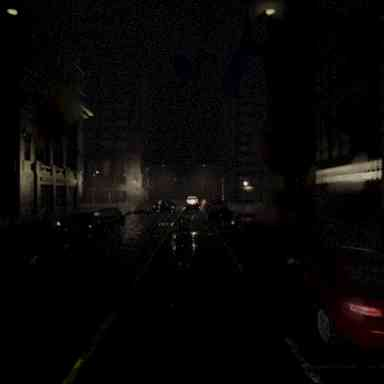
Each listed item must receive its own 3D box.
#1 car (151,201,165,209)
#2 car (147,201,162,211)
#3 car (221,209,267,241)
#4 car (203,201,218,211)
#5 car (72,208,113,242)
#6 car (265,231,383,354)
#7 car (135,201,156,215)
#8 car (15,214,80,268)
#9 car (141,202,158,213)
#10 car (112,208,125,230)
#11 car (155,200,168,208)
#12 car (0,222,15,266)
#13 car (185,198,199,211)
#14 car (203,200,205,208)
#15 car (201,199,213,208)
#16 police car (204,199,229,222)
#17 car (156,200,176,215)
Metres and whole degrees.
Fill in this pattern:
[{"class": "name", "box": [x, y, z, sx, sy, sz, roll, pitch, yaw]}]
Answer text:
[{"class": "car", "box": [-5.717, 2.196, 56.832, 1.947, 1.339, 4.313, 0, -1, 0]}, {"class": "car", "box": [-5.722, 2.130, 51.196, 1.947, 1.339, 4.313, 0, -1, 0]}, {"class": "car", "box": [2.775, 1.768, 17.377, 1.802, 1.307, 4.206, 0, -1, 0]}, {"class": "car", "box": [2.803, 2.130, 51.192, 1.947, 1.339, 4.313, 0, -1, 0]}, {"class": "car", "box": [-5.750, 1.752, 17.379, 1.947, 1.339, 4.313, 0, -1, 0]}, {"class": "car", "box": [2.765, 1.648, 6.105, 1.802, 1.307, 4.206, 0, -1, 0]}, {"class": "car", "box": [-5.732, 1.958, 39.754, 1.752, 1.417, 4.829, 0, -1, 0]}, {"class": "car", "box": [-5.755, 1.692, 11.743, 1.947, 1.339, 4.313, 0, -1, 0]}, {"class": "car", "box": [-5.727, 2.081, 45.560, 1.802, 1.307, 4.206, 0, -1, 0]}, {"class": "car", "box": [-5.746, 1.798, 23.015, 2.008, 1.369, 4.403, 0, -1, 0]}, {"class": "car", "box": [-5.713, 2.247, 62.469, 2.008, 1.369, 4.403, 0, -1, 0]}, {"class": "car", "box": [-5.761, 1.381, 6.109, 2.192, 1.841, 5.009, 0, -1, 0]}, {"class": "car", "box": [0.047, 2.027, 48.634, 2.128, 1.511, 4.902, 0, -1, 0]}, {"class": "car", "box": [2.792, 1.750, 39.922, 2.192, 1.841, 5.009, 0, -1, 0]}, {"class": "car", "box": [2.812, 2.136, 62.464, 1.967, 1.590, 4.097, 0, -1, 0]}, {"class": "police car", "box": [2.392, 1.749, 30.014, 1.930, 1.638, 5.238, 0, -1, 0]}, {"class": "car", "box": [-3.056, 1.794, 40.521, 2.097, 1.767, 4.553, 0, -1, 0]}]
